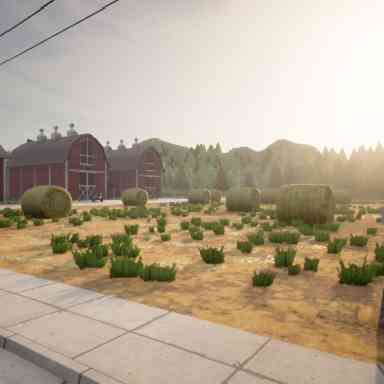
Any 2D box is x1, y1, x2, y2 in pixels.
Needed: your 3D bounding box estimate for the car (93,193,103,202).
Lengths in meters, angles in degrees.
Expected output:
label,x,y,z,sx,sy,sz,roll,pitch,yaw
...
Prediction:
label,x,y,z,sx,sy,sz,roll,pitch,yaw
car,-19.651,1.118,69.803,1.905,1.878,3.866,6,1,-10
